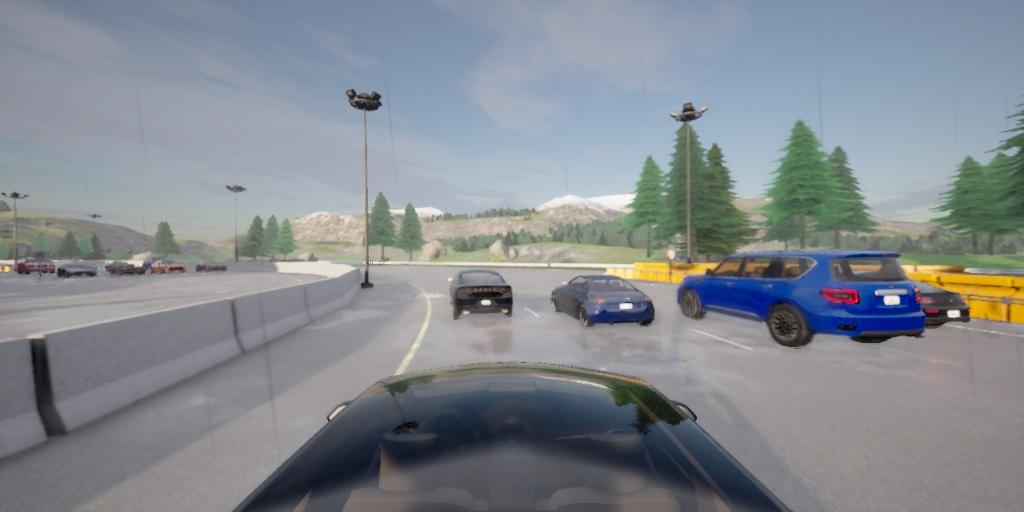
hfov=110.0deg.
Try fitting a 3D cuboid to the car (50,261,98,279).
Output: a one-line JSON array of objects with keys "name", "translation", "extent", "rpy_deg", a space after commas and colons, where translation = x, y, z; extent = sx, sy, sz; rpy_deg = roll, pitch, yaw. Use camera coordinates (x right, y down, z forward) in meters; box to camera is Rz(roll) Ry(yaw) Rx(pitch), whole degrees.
[{"name": "car", "translation": [-43.473, 1.466, 35.755], "extent": [5.357, 1.411, 2.033], "rpy_deg": [0, 0, 29]}]

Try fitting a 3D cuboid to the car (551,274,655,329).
[{"name": "car", "translation": [2.617, 1.260, 11.236], "extent": [1.994, 1.385, 4.181], "rpy_deg": [0, 0, -9]}]

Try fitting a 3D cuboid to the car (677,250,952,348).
[{"name": "car", "translation": [6.602, 0.894, 9.195], "extent": [2.150, 2.045, 5.566], "rpy_deg": [0, 0, -7]}]

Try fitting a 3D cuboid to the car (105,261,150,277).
[{"name": "car", "translation": [-41.416, 1.482, 38.617], "extent": [4.718, 1.301, 1.895], "rpy_deg": [0, 0, 29]}]

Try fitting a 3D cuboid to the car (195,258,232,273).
[{"name": "car", "translation": [-37.070, 1.282, 44.182], "extent": [5.008, 1.535, 1.882], "rpy_deg": [0, 1, 30]}]

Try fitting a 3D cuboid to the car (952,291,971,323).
[{"name": "car", "translation": [9.921, 1.164, 10.561], "extent": [1.812, 1.442, 4.674], "rpy_deg": [0, 0, -7]}]

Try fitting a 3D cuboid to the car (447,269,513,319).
[{"name": "car", "translation": [-1.246, 1.194, 12.889], "extent": [1.882, 1.535, 5.008], "rpy_deg": [0, 0, -12]}]

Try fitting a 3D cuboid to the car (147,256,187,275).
[{"name": "car", "translation": [-40.065, 1.199, 41.858], "extent": [4.553, 1.767, 2.097], "rpy_deg": [0, 0, 29]}]
